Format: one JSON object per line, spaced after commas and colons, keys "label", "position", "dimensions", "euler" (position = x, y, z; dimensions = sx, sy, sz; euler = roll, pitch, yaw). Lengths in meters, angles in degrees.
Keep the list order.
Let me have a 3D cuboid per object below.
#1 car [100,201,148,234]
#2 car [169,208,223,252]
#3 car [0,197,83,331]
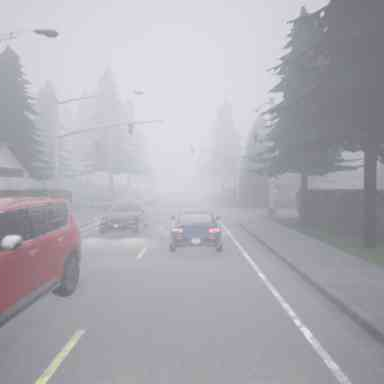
{"label": "car", "position": [-3.443, 1.254, 17.563], "dimensions": [1.837, 1.490, 4.892], "euler": [0, 1, 0]}
{"label": "car", "position": [0.142, 1.342, 12.794], "dimensions": [1.812, 1.442, 4.674], "euler": [0, 1, 0]}
{"label": "car", "position": [-3.571, 1.144, 5.404], "dimensions": [2.150, 2.045, 5.566], "euler": [0, 1, 0]}
